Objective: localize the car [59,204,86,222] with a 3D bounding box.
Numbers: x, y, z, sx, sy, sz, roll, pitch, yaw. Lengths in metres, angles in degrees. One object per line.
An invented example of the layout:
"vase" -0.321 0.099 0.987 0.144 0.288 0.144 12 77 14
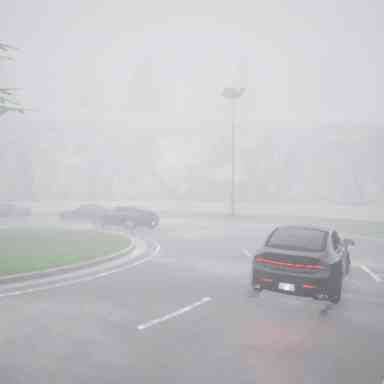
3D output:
"car" -8.138 1.646 26.289 4.674 1.442 1.812 0 -1 8

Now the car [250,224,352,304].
"car" 2.929 1.584 8.563 1.837 1.490 4.892 2 1 27

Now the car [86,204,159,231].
"car" -4.318 1.619 21.438 4.892 1.490 1.837 0 -3 35

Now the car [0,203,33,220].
"car" -16.511 1.624 28.281 5.357 1.411 2.033 1 -1 -25
